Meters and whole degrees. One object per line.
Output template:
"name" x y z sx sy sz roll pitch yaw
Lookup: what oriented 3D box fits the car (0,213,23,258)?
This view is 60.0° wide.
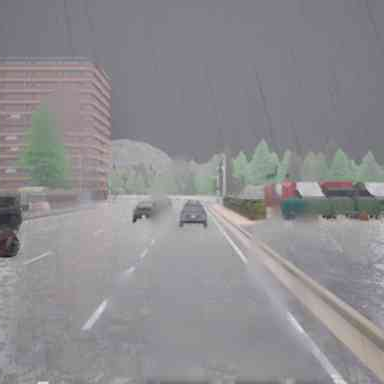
"car" -7.018 1.557 9.922 1.994 1.385 4.181 0 0 0

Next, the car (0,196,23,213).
"car" -10.560 1.212 16.406 2.150 2.045 5.566 0 0 0

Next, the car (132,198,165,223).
"car" -3.394 1.487 25.793 1.837 1.490 4.892 0 0 0

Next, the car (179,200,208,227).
"car" 0.105 1.532 22.456 2.033 1.411 5.357 0 0 1

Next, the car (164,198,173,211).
"car" -3.392 1.463 39.923 2.128 1.511 4.902 0 0 0
